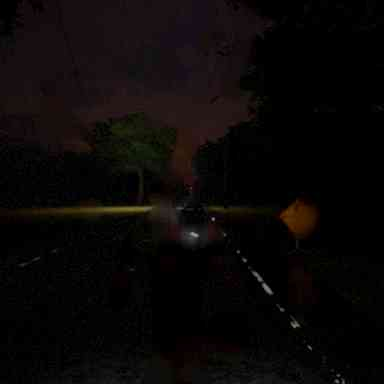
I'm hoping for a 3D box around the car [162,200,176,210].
[{"bbox_3d":[-3.578,1.950,51.489,1.837,1.490,4.892,0,-1,0],"label":"car"}]

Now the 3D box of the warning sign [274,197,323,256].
[{"bbox_3d":[3.564,1.127,11.240,1.300,1.860,1.060,1,1,0],"label":"warning sign"}]

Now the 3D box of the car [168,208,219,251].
[{"bbox_3d":[0.070,1.587,14.238,1.994,1.385,4.181,0,0,0],"label":"car"}]

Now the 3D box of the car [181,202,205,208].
[{"bbox_3d":[0.069,1.626,29.083,2.128,1.511,4.902,0,0,0],"label":"car"}]
